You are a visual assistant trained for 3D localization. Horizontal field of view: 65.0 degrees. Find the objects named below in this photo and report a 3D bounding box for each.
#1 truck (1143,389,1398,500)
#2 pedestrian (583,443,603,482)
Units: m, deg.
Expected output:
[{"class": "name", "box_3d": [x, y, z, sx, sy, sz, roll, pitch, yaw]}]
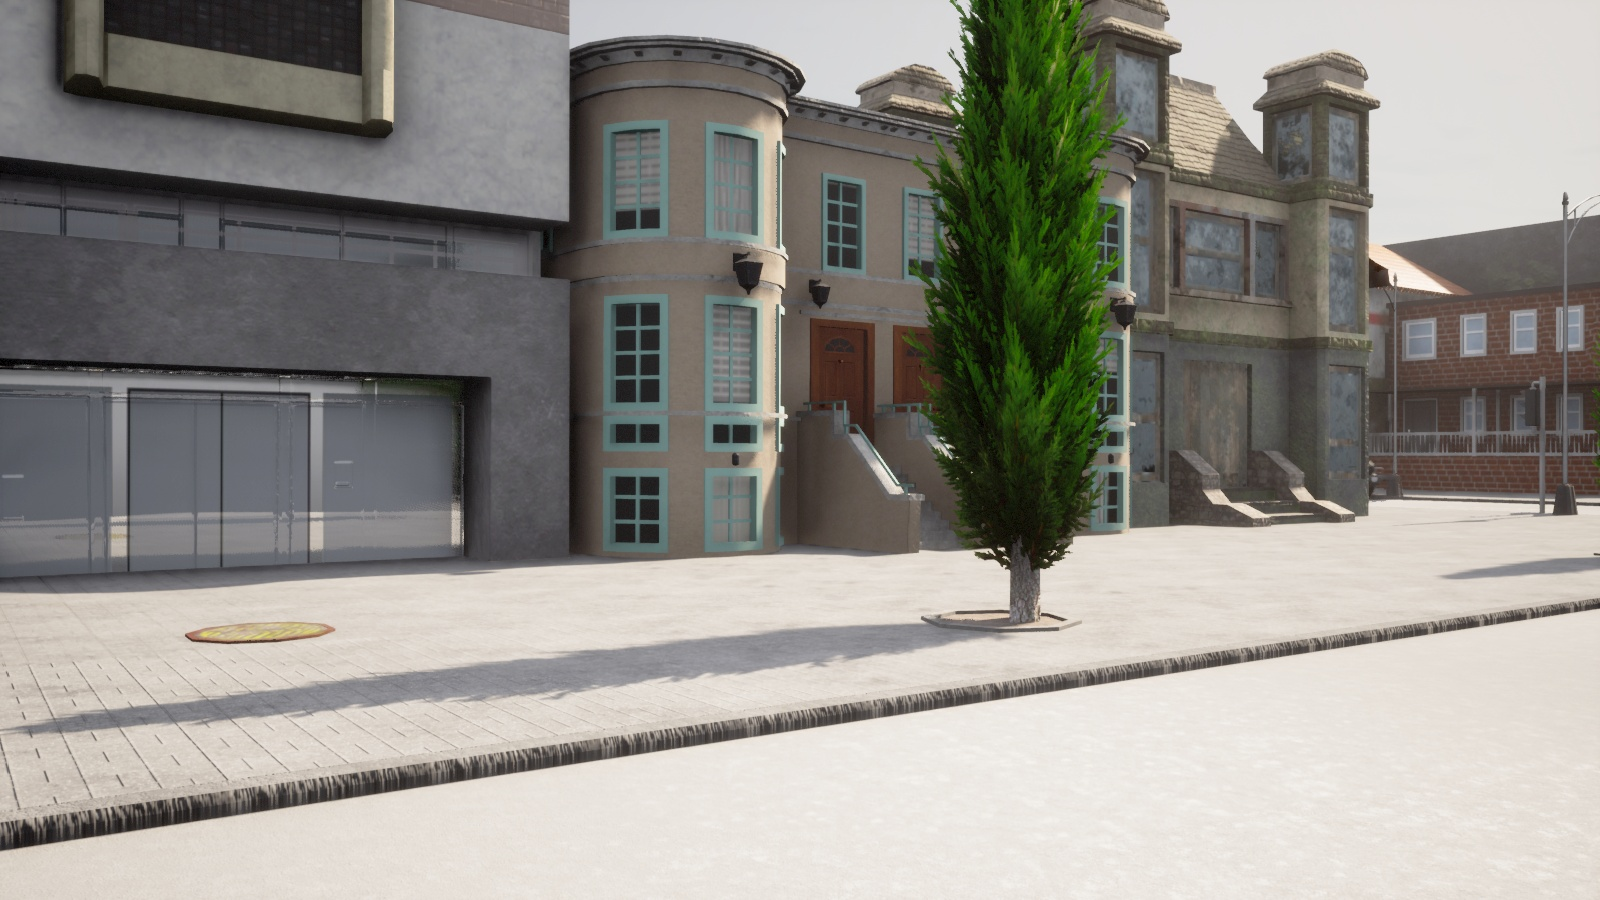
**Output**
[{"class": "truck", "box_3d": [15.906, -0.165, 43.068, 2.891, 3.462, 7.936, 0, 0, -35]}, {"class": "pedestrian", "box_3d": [-10.607, 0.632, 64.413, 0.659, 1.952, 0.873, 0, 0, -38]}]
